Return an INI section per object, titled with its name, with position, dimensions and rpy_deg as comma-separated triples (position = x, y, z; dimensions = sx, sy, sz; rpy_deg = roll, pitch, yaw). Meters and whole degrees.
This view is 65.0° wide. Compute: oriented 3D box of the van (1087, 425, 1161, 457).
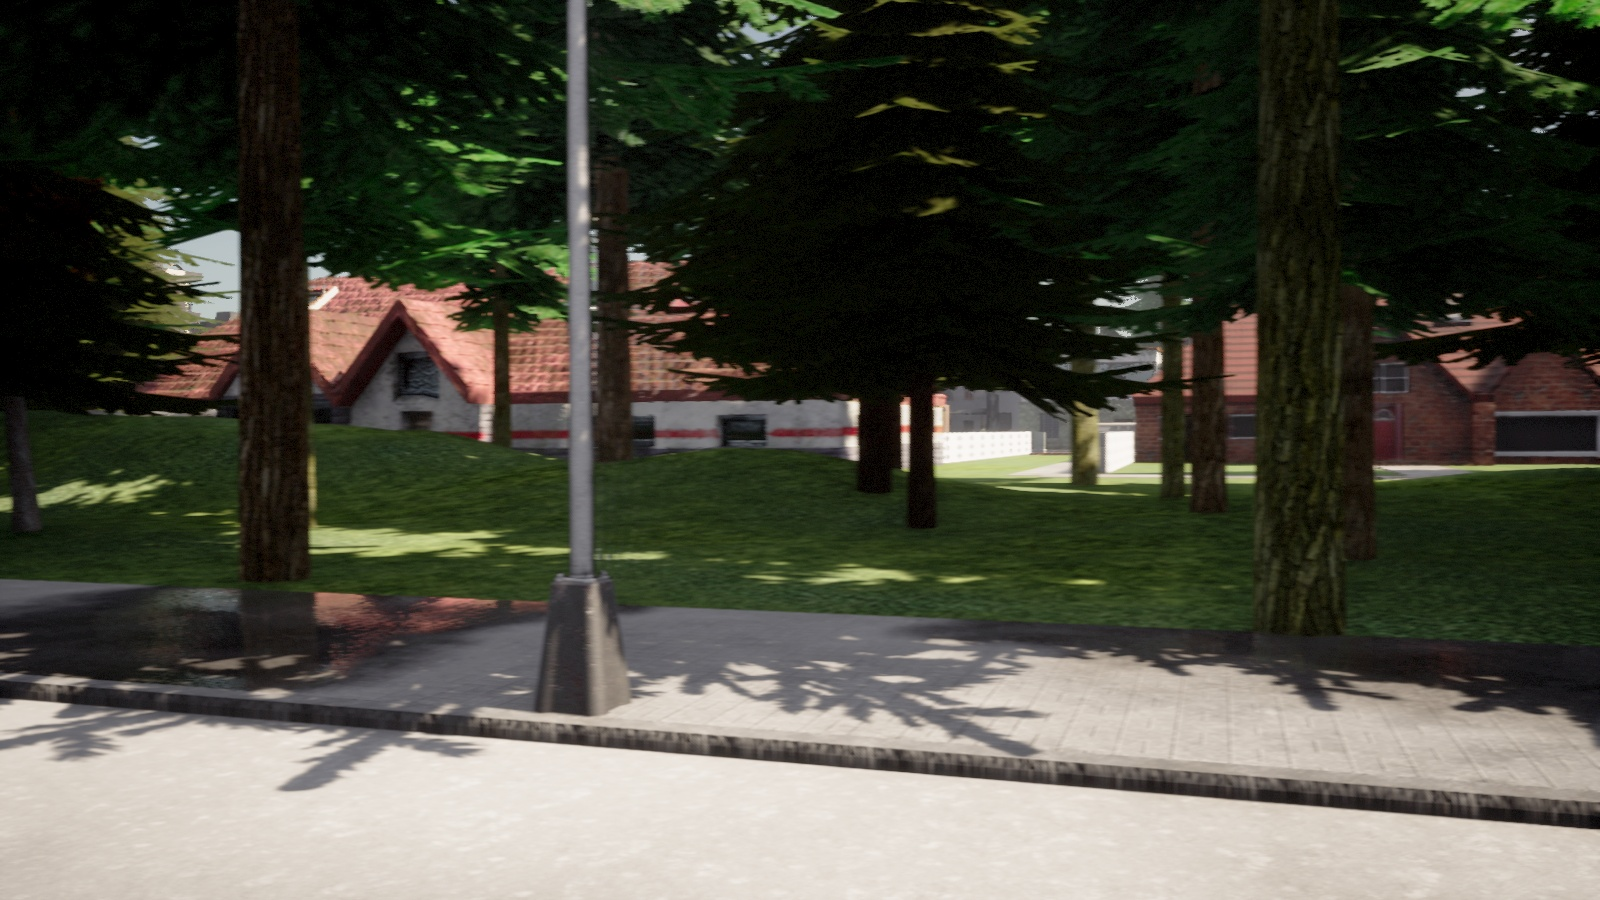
[van]
position = 20.460, -0.594, 79.307
dimensions = 4.442, 1.987, 1.775
rpy_deg = 0, 1, 19
